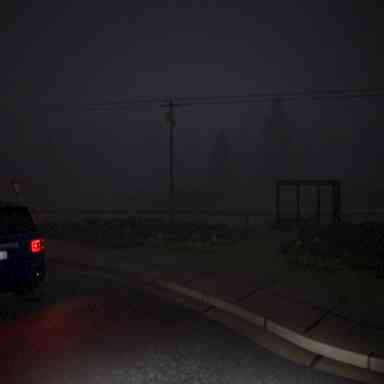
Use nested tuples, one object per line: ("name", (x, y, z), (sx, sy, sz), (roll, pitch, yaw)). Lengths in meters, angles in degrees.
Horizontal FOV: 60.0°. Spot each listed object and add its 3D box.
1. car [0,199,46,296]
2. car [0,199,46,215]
("car", (-5.502, 1.218, 7.502), (5.566, 2.045, 2.150), (0, 0, 38))
("car", (-17.170, 1.464, 33.470), (5.008, 1.535, 1.882), (0, -1, 28))
